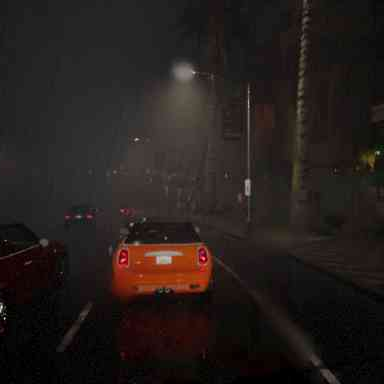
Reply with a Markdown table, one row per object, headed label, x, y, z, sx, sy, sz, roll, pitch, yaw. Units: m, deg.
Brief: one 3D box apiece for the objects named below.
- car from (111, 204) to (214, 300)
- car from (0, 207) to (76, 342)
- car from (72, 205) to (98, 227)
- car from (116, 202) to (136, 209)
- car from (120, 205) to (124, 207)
| label | x | y | z | sx | sy | sz | roll | pitch | yaw |
| --- | --- | --- | --- | --- | --- | --- | --- | --- | --- |
| car | -0.804 | 1.355 | 8.641 | 2.097 | 1.767 | 4.553 | 0 | 0 | -7 |
| car | -3.998 | 1.353 | 6.456 | 2.097 | 1.767 | 4.553 | 0 | 0 | -5 |
| car | -7.453 | 1.556 | 22.483 | 2.033 | 1.411 | 5.357 | 0 | 0 | -15 |
| car | -5.189 | 1.536 | 27.165 | 1.812 | 1.442 | 4.674 | 0 | 0 | -15 |
| car | -2.809 | 1.608 | 18.373 | 1.895 | 1.301 | 4.718 | 0 | 0 | -14 |
